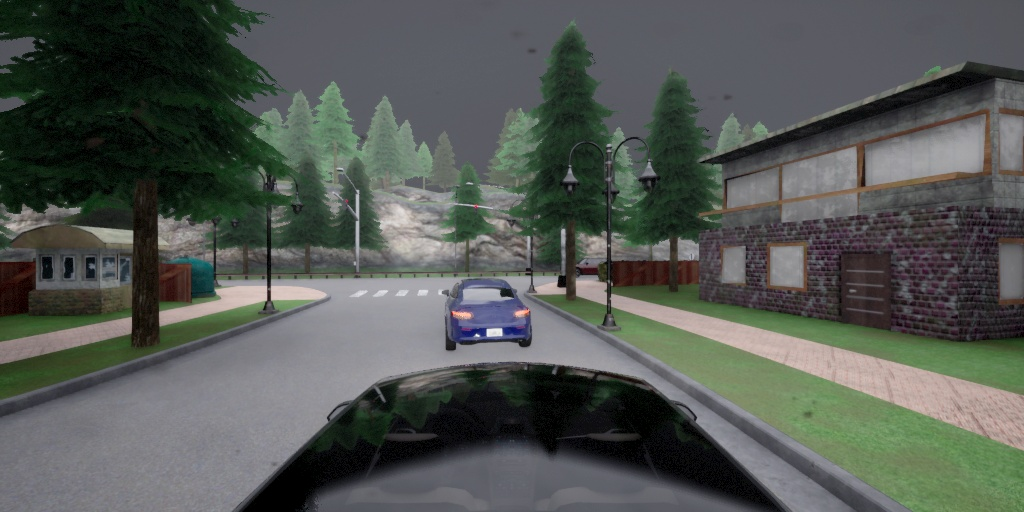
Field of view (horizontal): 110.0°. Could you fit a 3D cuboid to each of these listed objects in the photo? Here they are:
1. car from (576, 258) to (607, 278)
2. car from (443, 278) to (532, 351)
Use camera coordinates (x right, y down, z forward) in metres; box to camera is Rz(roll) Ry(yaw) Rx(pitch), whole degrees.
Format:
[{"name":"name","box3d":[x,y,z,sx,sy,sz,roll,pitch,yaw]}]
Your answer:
[{"name":"car","box3d":[6.607,0.945,31.500,4.553,1.767,2.097,0,0,-12]},{"name":"car","box3d":[-0.755,1.276,9.016,1.812,1.442,4.674,0,0,-11]}]
